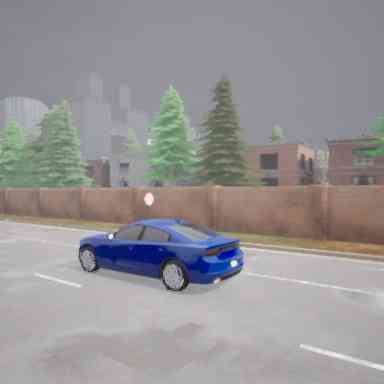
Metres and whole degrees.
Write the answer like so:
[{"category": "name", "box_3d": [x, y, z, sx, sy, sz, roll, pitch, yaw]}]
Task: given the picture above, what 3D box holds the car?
[{"category": "car", "box_3d": [-1.046, 1.485, 9.057, 5.008, 1.535, 1.882, 0, 0, 36]}]
